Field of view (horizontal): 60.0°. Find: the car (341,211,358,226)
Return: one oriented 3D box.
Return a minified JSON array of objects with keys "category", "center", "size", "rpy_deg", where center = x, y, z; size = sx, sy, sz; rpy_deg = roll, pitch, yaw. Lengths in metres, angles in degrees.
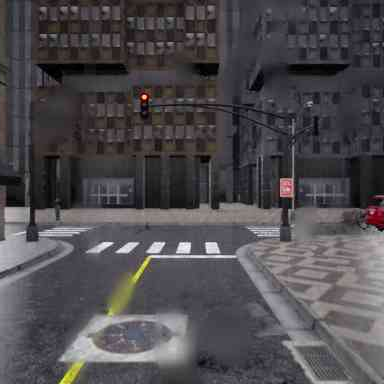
[{"category":"car","center":[12.056,1.466,21.026],"size":[5.008,1.535,1.882],"rpy_deg":[0,0,1]}]

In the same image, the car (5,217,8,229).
[{"category":"car","center":[-12.749,1.499,18.126],"size":[5.008,1.535,1.882],"rpy_deg":[0,0,1]}]

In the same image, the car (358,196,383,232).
[{"category":"car","center":[12.337,1.208,17.824],"size":[5.566,2.045,2.150],"rpy_deg":[0,0,1]}]

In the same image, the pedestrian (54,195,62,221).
[{"category":"pedestrian","center":[-9.814,1.161,24.327],"size":[0.375,1.860,0.375],"rpy_deg":[0,0,1]}]
